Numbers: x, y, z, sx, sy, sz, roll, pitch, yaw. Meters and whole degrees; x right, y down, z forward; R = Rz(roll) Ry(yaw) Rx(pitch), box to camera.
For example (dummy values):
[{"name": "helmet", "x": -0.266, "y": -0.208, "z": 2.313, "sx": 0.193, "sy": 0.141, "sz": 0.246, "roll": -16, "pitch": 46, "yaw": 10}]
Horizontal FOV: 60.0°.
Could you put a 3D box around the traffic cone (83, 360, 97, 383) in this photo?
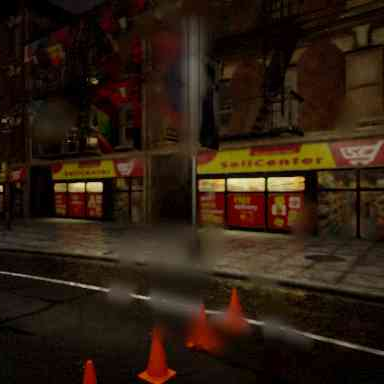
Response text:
[{"name": "traffic cone", "x": -1.011, "y": 1.961, "z": 3.282, "sx": 0.340, "sy": 0.580, "sz": 0.340, "roll": 0, "pitch": 0, "yaw": 36}]

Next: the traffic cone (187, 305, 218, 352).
[{"name": "traffic cone", "x": 0.152, "y": 1.962, "z": 4.909, "sx": 0.340, "sy": 0.580, "sz": 0.340, "roll": 0, "pitch": 0, "yaw": 36}]

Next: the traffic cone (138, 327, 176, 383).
[{"name": "traffic cone", "x": -0.430, "y": 1.962, "z": 4.096, "sx": 0.340, "sy": 0.580, "sz": 0.340, "roll": 0, "pitch": 0, "yaw": 36}]

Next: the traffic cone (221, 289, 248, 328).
[{"name": "traffic cone", "x": 0.733, "y": 1.962, "z": 5.723, "sx": 0.340, "sy": 0.580, "sz": 0.340, "roll": 0, "pitch": 0, "yaw": 36}]
